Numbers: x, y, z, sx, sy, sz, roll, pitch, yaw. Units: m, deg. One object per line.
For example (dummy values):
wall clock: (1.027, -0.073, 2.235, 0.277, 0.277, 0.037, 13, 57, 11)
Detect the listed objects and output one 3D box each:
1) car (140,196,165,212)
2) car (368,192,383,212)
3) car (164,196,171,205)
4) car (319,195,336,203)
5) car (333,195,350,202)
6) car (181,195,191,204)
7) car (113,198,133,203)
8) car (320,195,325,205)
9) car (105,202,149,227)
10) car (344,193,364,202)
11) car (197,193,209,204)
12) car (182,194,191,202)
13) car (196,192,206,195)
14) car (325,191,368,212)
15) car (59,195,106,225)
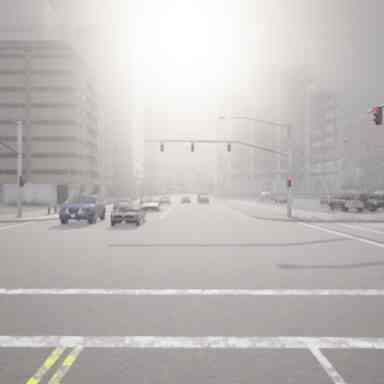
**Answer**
car: (-4.579, 1.543, 38.389, 2.033, 1.411, 5.357, 0, 0, 0)
car: (19.483, 1.152, 35.896, 1.905, 1.878, 3.866, 0, 0, 0)
car: (-4.714, 1.500, 58.336, 1.837, 1.490, 4.892, 0, -1, 0)
car: (27.811, 1.388, 68.503, 1.970, 1.475, 3.806, 0, 0, 0)
car: (30.706, 1.356, 68.515, 1.784, 1.438, 3.905, 0, 0, 0)
car: (-1.197, 1.594, 65.490, 1.895, 1.301, 4.718, 0, 0, 0)
car: (-8.085, 1.499, 39.388, 1.837, 1.490, 4.892, 0, 0, 0)
car: (22.110, 1.390, 53.376, 1.970, 1.475, 3.806, 0, 0, 0)
car: (-4.334, 1.598, 22.984, 1.895, 1.301, 4.718, 0, 0, -2)
car: (33.389, 1.146, 68.578, 1.932, 1.855, 4.605, 0, 0, 0)
car: (2.308, 1.470, 64.815, 1.882, 1.535, 5.008, 0, 0, 0)
car: (-1.270, 1.295, 74.561, 1.882, 1.535, 5.008, 0, 0, 0)
car: (2.230, 1.043, 74.619, 2.150, 2.045, 5.566, 0, 0, 0)
car: (16.588, 1.149, 35.938, 1.932, 1.855, 4.605, 0, 0, 0)
car: (-7.887, 1.219, 24.598, 2.150, 2.045, 5.566, 0, 0, -2)
